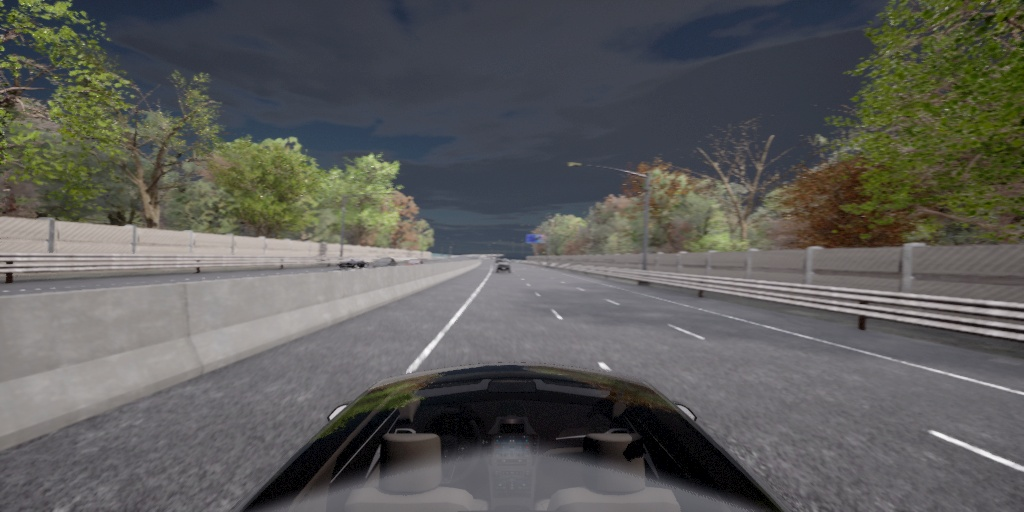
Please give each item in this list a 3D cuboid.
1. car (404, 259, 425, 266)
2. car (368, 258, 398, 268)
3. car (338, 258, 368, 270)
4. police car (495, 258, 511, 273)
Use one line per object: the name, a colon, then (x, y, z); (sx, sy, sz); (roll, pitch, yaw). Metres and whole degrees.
car: (-11.503, 1.136, 42.763); (1.812, 1.442, 4.674); (2, 0, -2)
car: (-15.002, 0.982, 42.732); (1.837, 1.490, 4.892); (2, 0, -2)
car: (-18.476, 0.944, 42.037); (1.895, 1.301, 4.718); (2, 0, -2)
police car: (-1.198, 1.481, 50.486); (1.930, 1.638, 5.238); (2, -1, -2)
